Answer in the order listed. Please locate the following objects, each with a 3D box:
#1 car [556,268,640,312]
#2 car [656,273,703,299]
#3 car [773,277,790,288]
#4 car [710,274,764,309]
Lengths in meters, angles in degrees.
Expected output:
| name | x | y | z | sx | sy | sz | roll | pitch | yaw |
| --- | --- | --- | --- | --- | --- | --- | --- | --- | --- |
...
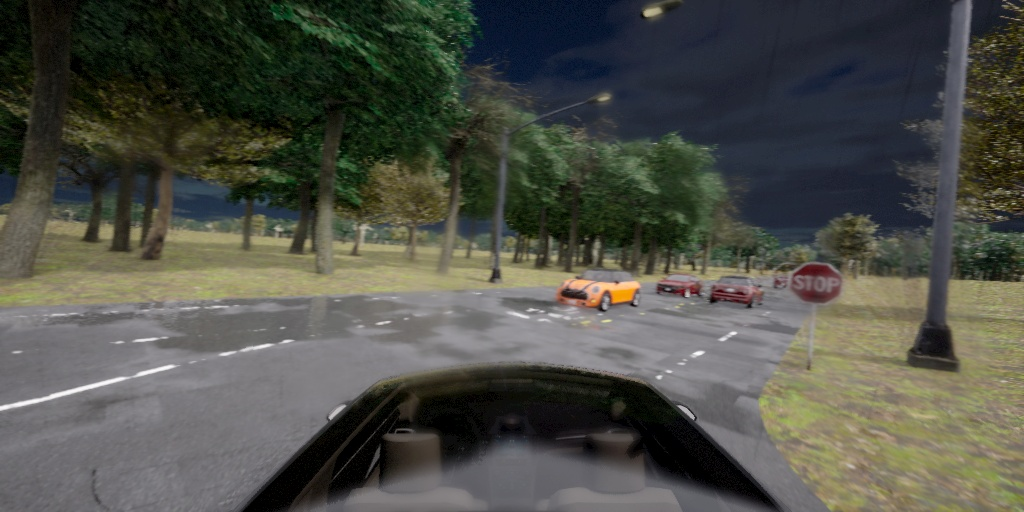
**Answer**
| name | x | y | z | sx | sy | sz | roll | pitch | yaw |
| --- | --- | --- | --- | --- | --- | --- | --- | --- | --- |
| car | 3.954 | 1.351 | 16.002 | 2.097 | 1.767 | 4.553 | 5 | 1 | 42 |
| car | 11.523 | 1.938 | 24.473 | 1.882 | 1.535 | 5.008 | 5 | 1 | 42 |
| car | 34.982 | 3.435 | 46.253 | 1.812 | 1.442 | 4.674 | 5 | 1 | 37 |
| car | 13.293 | 1.971 | 21.056 | 2.097 | 1.767 | 4.553 | 5 | 1 | 42 |
